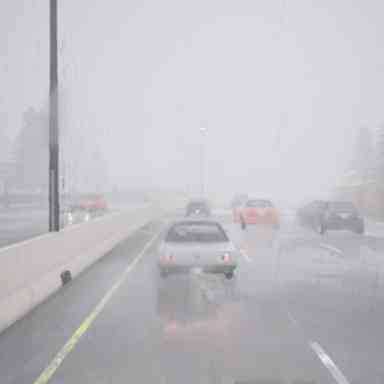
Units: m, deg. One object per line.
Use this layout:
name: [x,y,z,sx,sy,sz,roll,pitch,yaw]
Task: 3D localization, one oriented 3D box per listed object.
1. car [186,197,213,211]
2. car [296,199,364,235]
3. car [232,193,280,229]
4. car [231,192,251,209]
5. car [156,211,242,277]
car: [0.592,1.177,27.450,1.837,1.490,4.892,0,1,4]
car: [7.169,1.159,17.746,2.097,1.767,4.553,0,1,1]
car: [3.713,1.124,19.815,2.097,1.767,4.553,0,1,1]
car: [5.811,0.903,38.878,2.097,1.767,4.553,0,1,11]
car: [0.123,1.483,9.782,1.895,1.301,4.718,0,1,0]
